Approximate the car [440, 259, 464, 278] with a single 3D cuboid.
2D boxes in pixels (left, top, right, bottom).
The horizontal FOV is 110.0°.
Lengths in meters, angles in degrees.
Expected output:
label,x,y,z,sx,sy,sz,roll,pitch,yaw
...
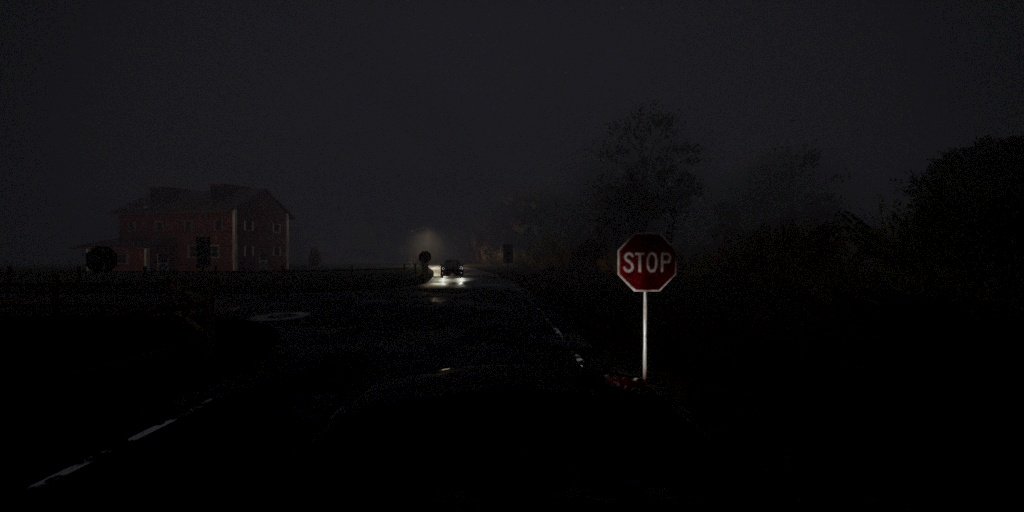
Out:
label,x,y,z,sx,sy,sz,roll,pitch,yaw
car,-5.631,1.086,33.749,2.097,1.767,4.553,0,0,-10
